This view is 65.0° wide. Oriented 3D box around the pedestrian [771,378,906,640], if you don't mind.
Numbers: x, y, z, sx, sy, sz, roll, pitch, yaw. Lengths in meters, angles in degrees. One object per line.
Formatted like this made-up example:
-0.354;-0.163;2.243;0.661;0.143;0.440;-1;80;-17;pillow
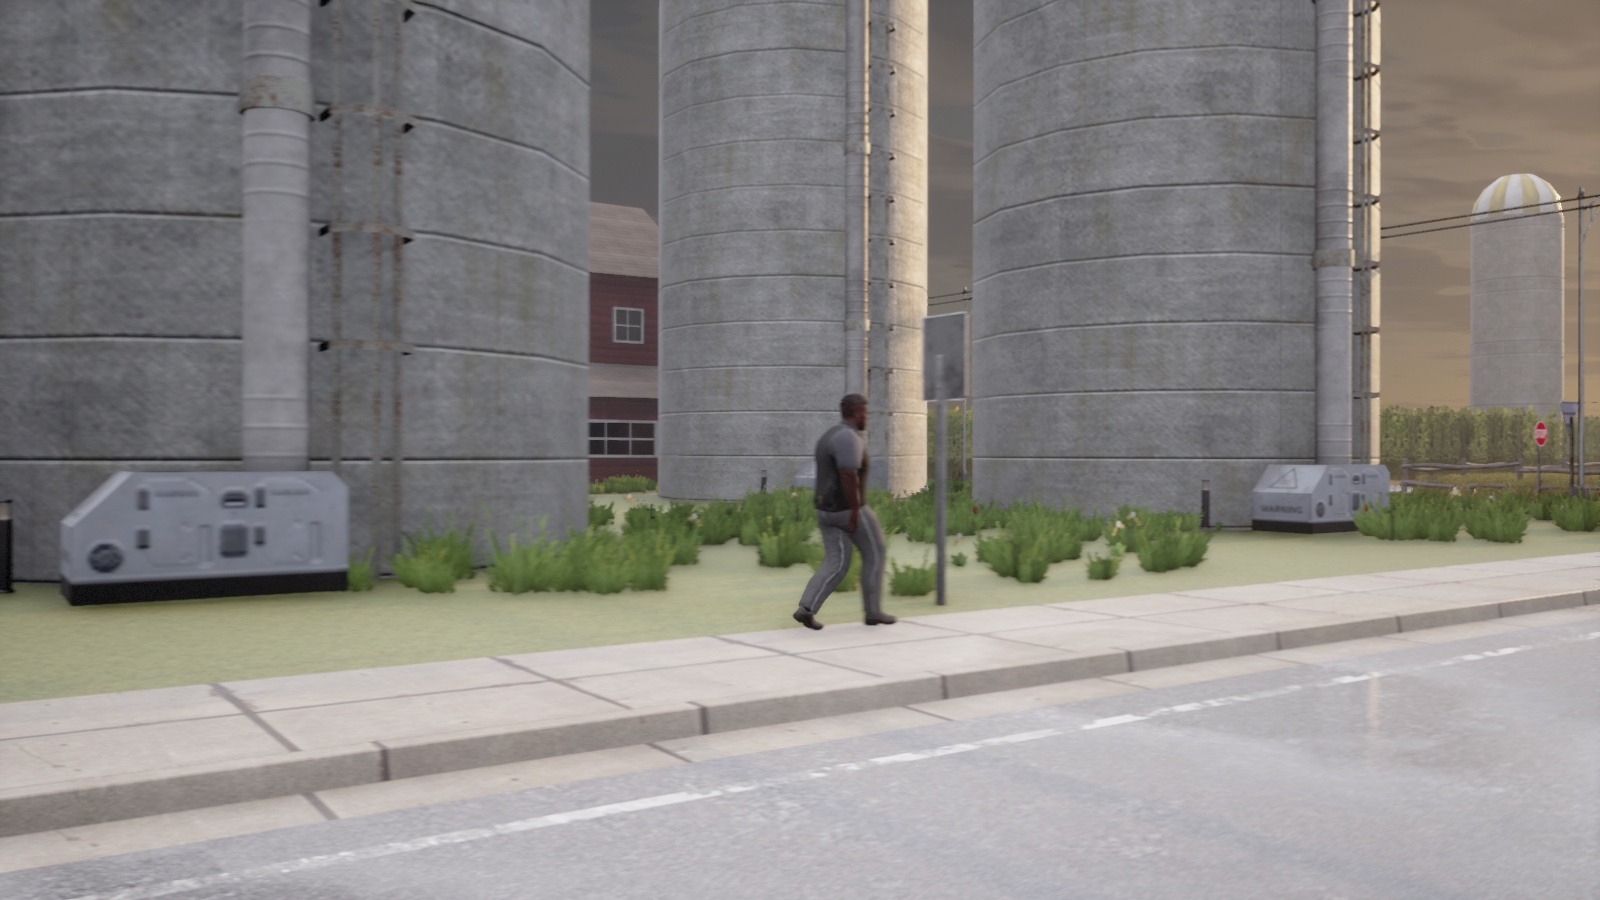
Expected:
0.287;0.423;9.424;0.849;1.883;0.563;0;0;-24;pedestrian

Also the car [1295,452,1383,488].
23.486;0.843;54.732;3.633;1.501;1.845;0;0;-34;car
